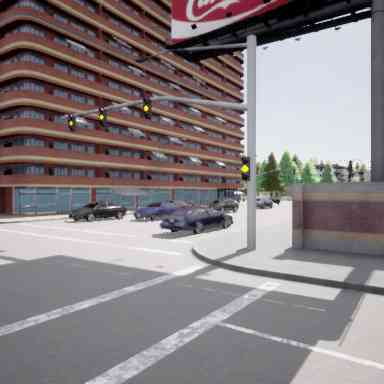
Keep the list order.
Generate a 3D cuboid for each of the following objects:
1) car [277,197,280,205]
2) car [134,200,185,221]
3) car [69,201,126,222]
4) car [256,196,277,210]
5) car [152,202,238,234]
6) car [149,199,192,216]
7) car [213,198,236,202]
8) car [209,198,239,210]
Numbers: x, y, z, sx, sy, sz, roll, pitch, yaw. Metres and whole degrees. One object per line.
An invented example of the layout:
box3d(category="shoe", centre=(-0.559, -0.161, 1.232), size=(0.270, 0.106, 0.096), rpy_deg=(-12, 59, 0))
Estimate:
box3d(category="car", centre=(13.264, 1.500, 55.817), size=(1.837, 1.490, 4.892), rpy_deg=(0, 0, 35))
box3d(category="car", centre=(-2.700, 1.526, 27.250), size=(1.812, 1.442, 4.674), rpy_deg=(0, 0, 35))
box3d(category="car", centre=(-7.447, 1.505, 26.629), size=(1.837, 1.490, 4.892), rpy_deg=(0, 0, 35))
box3d(category="car", centre=(9.168, 1.525, 44.073), size=(1.812, 1.442, 4.674), rpy_deg=(0, 0, 35))
box3d(category="car", centre=(0.405, 1.547, 19.196), size=(2.033, 1.411, 5.357), rpy_deg=(0, 0, 35))
box3d(category="car", centre=(-2.132, 1.526, 34.146), size=(1.812, 1.442, 4.674), rpy_deg=(0, 0, 35))
box3d(category="car", centre=(3.235, 1.505, 35.695), size=(1.837, 1.490, 4.892), rpy_deg=(0, 0, 35))
box3d(category="car", centre=(4.263, 1.526, 43.220), size=(1.812, 1.442, 4.674), rpy_deg=(0, 0, 36))
